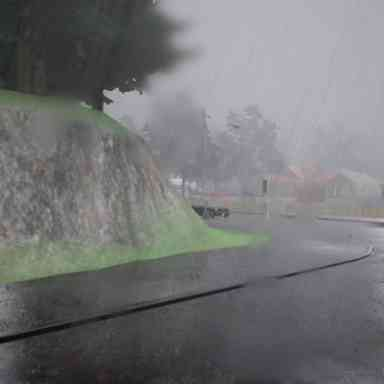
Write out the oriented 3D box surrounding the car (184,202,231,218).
[{"bbox_3d":[1.345,1.598,29.705,1.895,1.301,4.718,0,0,-35],"label":"car"}]
